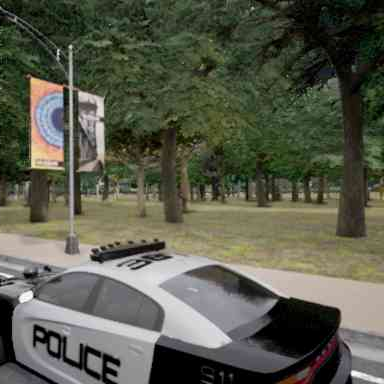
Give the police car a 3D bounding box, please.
[{"bbox_3d":[-0.884,1.452,4.207,5.238,1.638,1.930,-1,0,36],"label":"police car"}]
